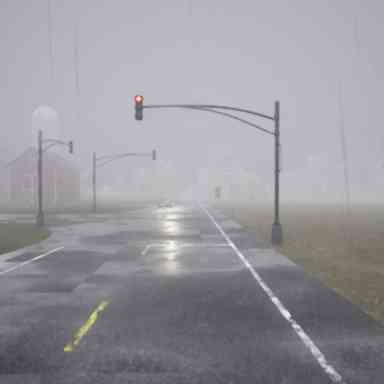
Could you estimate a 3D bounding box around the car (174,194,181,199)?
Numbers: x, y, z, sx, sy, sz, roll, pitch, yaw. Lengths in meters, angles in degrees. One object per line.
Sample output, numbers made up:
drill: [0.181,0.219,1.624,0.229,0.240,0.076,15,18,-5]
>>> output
car: [-3.703,1.105,80.415,2.097,1.767,4.553,0,0,0]

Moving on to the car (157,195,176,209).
car: [-3.612,1.515,44.610,2.128,1.511,4.902,0,1,0]
